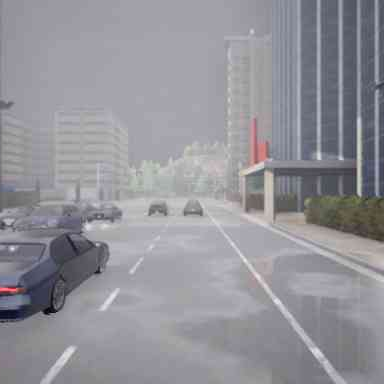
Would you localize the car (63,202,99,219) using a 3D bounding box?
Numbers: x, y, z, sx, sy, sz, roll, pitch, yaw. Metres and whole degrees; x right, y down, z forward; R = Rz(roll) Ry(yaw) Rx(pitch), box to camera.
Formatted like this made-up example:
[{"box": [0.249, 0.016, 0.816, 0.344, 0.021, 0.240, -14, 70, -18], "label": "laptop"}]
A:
[{"box": [-10.405, 1.682, 31.533, 1.994, 1.385, 4.181, 0, 0, 0], "label": "car"}]

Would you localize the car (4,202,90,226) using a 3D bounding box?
[{"box": [-7.032, 1.415, 16.805, 2.097, 1.767, 4.553, 0, 0, 0], "label": "car"}]

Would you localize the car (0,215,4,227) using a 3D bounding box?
[{"box": [-10.491, 1.571, 21.553, 2.128, 1.511, 4.902, 0, 0, 0], "label": "car"}]

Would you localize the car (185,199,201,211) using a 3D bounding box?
[{"box": [0.157, 1.722, 45.258, 2.033, 1.411, 5.357, 0, 0, 1], "label": "car"}]

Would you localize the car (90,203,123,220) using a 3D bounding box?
[{"box": [-6.922, 1.665, 26.850, 1.994, 1.385, 4.181, 0, 0, 1], "label": "car"}]

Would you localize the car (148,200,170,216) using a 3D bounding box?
[{"box": [-3.375, 1.638, 34.432, 1.837, 1.490, 4.892, 0, 0, 1], "label": "car"}]

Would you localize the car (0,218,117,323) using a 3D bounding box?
[{"box": [-3.377, 1.576, 7.584, 2.033, 1.411, 5.357, 0, 0, 0], "label": "car"}]

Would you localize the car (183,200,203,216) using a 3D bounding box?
[{"box": [0.110, 1.695, 33.936, 1.994, 1.385, 4.181, 0, 0, 0], "label": "car"}]
